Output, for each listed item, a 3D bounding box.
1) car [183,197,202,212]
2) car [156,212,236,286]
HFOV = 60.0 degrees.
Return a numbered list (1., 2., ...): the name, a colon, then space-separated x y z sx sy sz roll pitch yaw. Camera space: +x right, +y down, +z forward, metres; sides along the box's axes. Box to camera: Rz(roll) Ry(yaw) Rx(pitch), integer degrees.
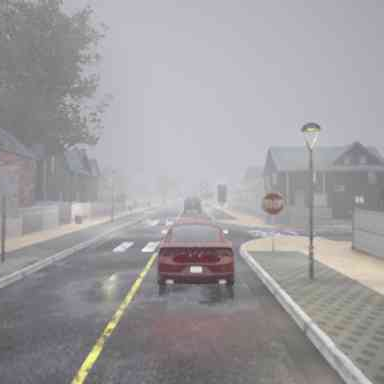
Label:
1. car: 0.073 1.600 42.368 2.150 2.045 5.566 0 0 0
2. car: 0.094 1.559 9.713 1.882 1.535 5.008 0 0 0
